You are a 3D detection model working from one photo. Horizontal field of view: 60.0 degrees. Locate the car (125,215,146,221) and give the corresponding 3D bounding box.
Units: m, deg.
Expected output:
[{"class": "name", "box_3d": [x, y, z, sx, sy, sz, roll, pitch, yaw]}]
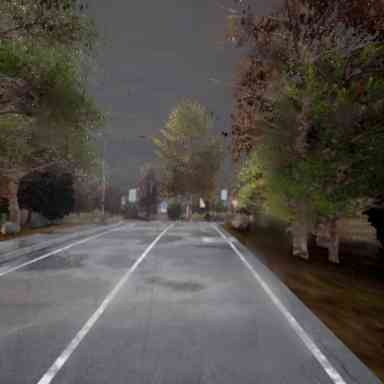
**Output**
[{"class": "car", "box_3d": [-12.769, 5.843, 75.069, 4.718, 1.301, 1.895, 2, -5, -37]}]
